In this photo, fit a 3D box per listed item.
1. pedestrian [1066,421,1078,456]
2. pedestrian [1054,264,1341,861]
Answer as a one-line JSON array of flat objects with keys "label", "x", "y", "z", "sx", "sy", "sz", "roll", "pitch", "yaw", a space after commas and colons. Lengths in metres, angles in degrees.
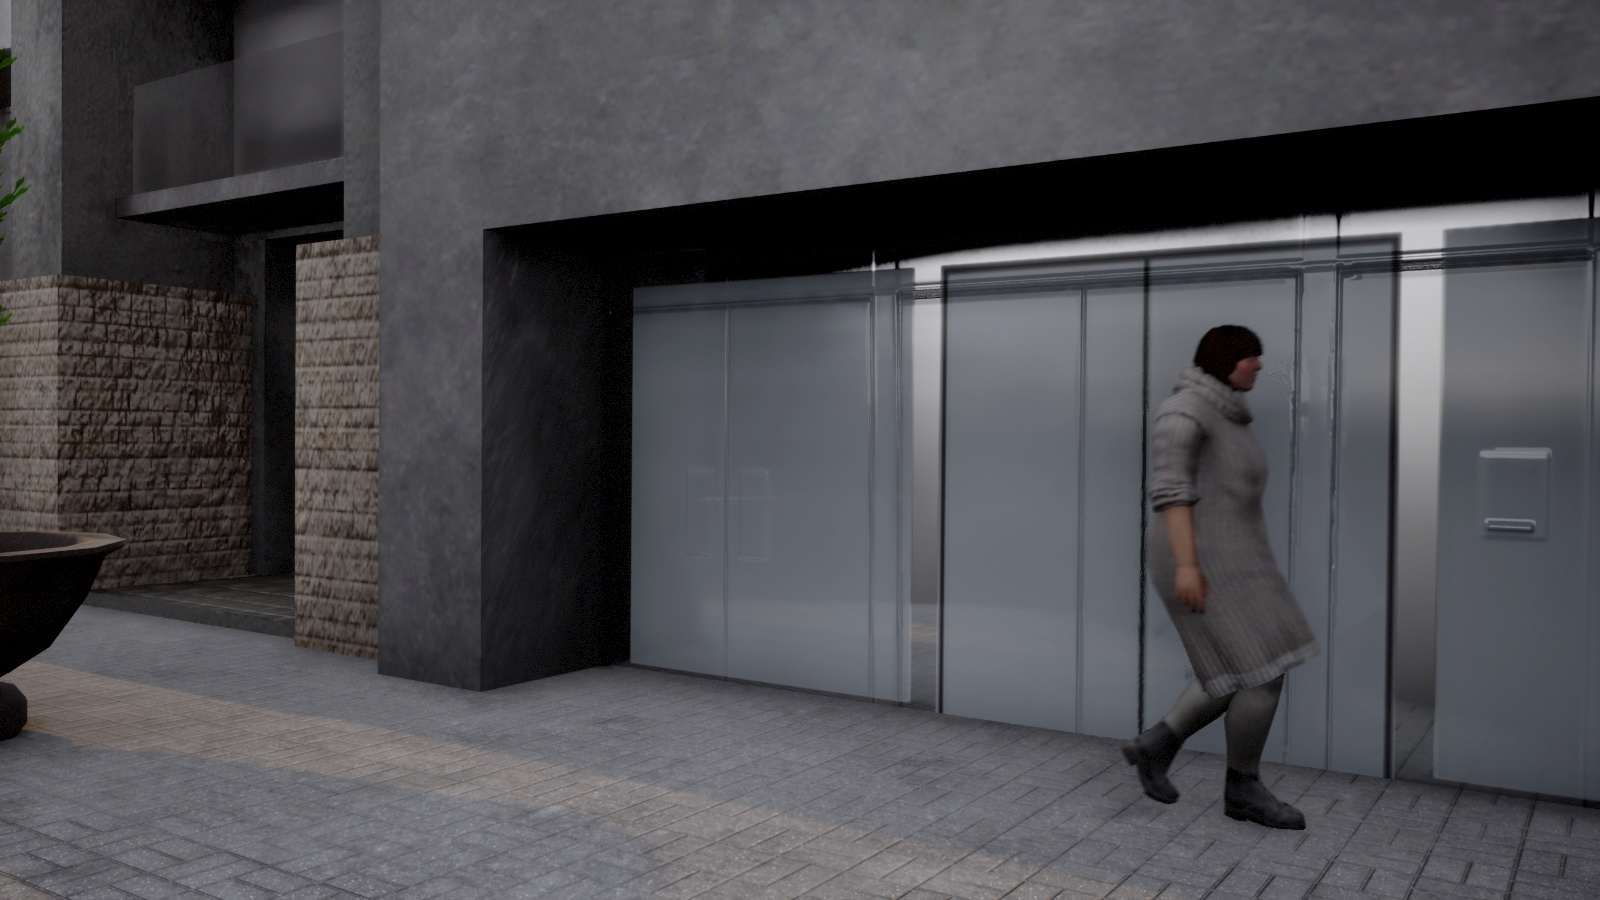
[{"label": "pedestrian", "x": 14.674, "y": -0.616, "z": 67.723, "sx": 0.376, "sy": 1.854, "sz": 0.720, "roll": 0, "pitch": 1, "yaw": 33}, {"label": "pedestrian", "x": 1.467, "y": 0.365, "z": 4.606, "sx": 0.873, "sy": 1.952, "sz": 0.659, "roll": 0, "pitch": 1, "yaw": 30}]
